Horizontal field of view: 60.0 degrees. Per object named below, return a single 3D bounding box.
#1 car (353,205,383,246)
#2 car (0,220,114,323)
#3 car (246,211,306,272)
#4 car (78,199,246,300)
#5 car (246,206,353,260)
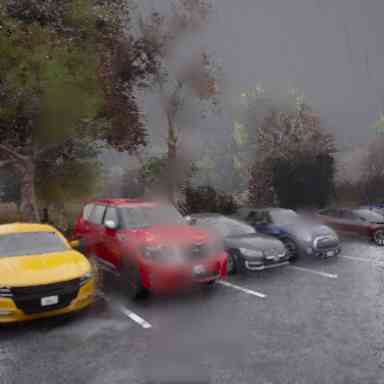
[{"bbox_3d":[7.612,1.490,15.455,2.163,1.488,4.792,0,0,-35],"label":"car"},{"bbox_3d":[-3.744,1.479,7.396,2.097,1.535,5.008,0,0,-35],"label":"car"},{"bbox_3d":[0.790,1.474,10.632,2.231,1.521,4.892,0,0,-36],"label":"car"},{"bbox_3d":[-1.456,1.225,8.988,2.435,2.045,5.566,0,0,-36],"label":"car"},{"bbox_3d":[3.043,1.343,12.271,2.185,1.767,4.553,0,0,-36],"label":"car"}]
